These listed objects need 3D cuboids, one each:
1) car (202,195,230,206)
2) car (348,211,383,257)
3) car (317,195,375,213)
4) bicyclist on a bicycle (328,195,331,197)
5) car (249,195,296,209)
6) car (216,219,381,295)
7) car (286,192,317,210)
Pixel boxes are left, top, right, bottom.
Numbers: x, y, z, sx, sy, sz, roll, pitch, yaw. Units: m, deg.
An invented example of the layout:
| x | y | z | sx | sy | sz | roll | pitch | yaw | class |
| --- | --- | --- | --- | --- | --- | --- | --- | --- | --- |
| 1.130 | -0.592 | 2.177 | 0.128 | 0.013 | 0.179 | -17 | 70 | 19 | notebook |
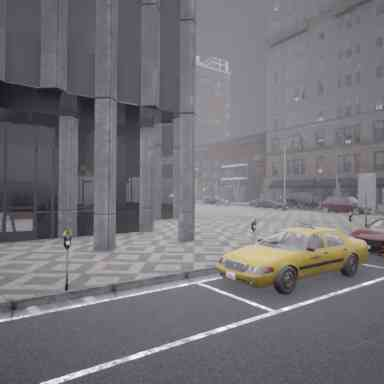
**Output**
| x | y | z | sx | sy | sz | roll | pitch | yaw | class |
| --- | --- | --- | --- | --- | --- | --- | --- | --- | --- |
| 3.383 | 1.164 | 47.079 | 2.128 | 1.511 | 4.902 | 1 | 0 | -35 | car |
| 7.535 | 1.549 | 12.144 | 4.507 | 1.381 | 1.887 | 0 | 1 | -36 | car |
| 14.581 | 1.201 | 31.204 | 2.097 | 1.767 | 4.553 | 1 | 0 | -35 | car |
| 16.339 | 1.163 | 39.530 | 1.656 | 1.620 | 0.582 | 0 | 0 | -35 | bicyclist on a bicycle |
| 9.062 | 1.310 | 39.016 | 2.033 | 1.411 | 5.357 | 1 | 0 | -36 | car |
| 2.821 | 1.527 | 8.775 | 4.829 | 1.417 | 1.752 | 0 | 1 | -36 | car |
| 12.410 | 1.031 | 39.854 | 2.150 | 2.045 | 5.566 | 1 | 0 | -35 | car |
